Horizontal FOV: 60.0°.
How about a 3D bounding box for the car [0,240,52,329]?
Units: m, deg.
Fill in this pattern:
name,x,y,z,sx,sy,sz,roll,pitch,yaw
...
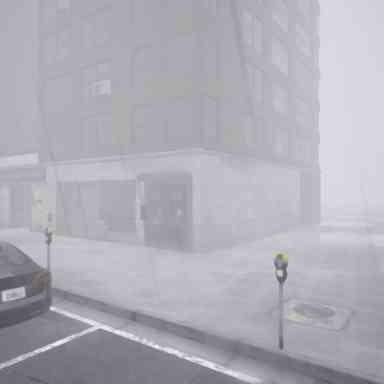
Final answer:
name,x,y,z,sx,sy,sz,roll,pitch,yaw
car,-4.349,1.565,6.188,4.313,1.339,1.947,0,0,36
